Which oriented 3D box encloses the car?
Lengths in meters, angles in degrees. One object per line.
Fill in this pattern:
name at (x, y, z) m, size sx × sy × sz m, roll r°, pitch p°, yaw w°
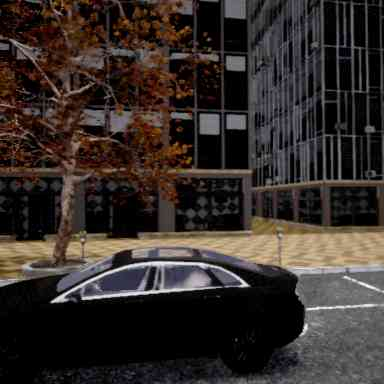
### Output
car at (-0.791, 1.621, 4.967) m, size 4.902 × 1.511 × 2.128 m, roll 0°, pitch -1°, yaw -8°
